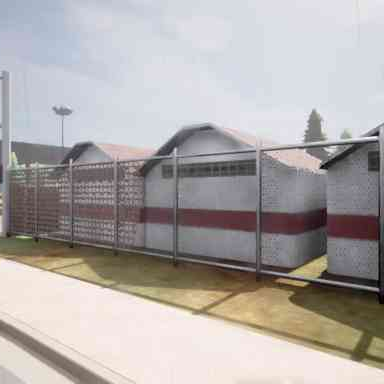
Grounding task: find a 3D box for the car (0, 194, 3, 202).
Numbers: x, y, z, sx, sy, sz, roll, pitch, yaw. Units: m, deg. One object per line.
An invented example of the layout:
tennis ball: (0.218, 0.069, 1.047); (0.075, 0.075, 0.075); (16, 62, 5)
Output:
car: (-22.540, 1.222, 40.007); (2.150, 2.045, 5.566); (0, 0, 37)
